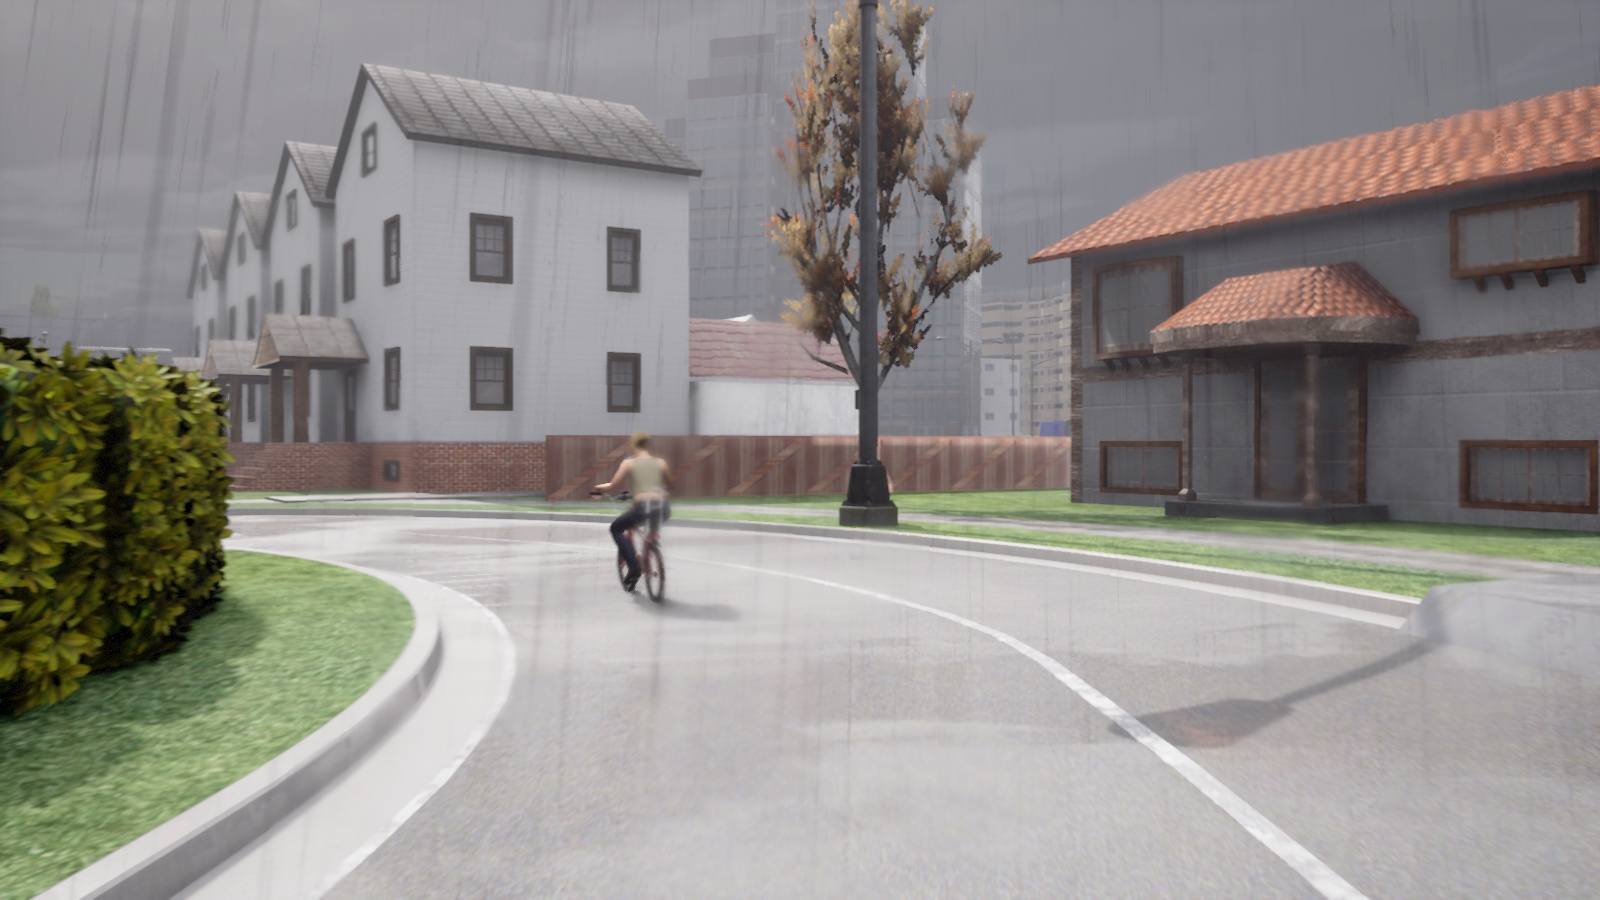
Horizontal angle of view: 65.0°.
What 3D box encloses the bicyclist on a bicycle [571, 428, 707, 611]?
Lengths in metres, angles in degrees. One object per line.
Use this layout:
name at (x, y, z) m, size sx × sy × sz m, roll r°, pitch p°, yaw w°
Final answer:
bicyclist on a bicycle at (-1.571, 0.613, 12.046) m, size 0.866 × 1.612 × 1.509 m, roll -1°, pitch 1°, yaw -24°
